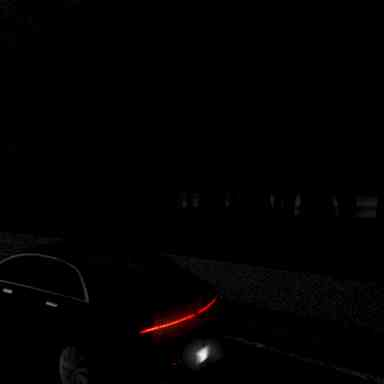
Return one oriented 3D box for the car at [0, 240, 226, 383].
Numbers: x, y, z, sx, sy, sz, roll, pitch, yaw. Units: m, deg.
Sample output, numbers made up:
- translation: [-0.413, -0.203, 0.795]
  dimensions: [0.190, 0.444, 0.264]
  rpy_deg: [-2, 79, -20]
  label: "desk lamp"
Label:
- translation: [-1.846, 1.498, 5.003]
  dimensions: [4.892, 1.490, 1.837]
  rpy_deg: [0, 0, 35]
  label: "car"
